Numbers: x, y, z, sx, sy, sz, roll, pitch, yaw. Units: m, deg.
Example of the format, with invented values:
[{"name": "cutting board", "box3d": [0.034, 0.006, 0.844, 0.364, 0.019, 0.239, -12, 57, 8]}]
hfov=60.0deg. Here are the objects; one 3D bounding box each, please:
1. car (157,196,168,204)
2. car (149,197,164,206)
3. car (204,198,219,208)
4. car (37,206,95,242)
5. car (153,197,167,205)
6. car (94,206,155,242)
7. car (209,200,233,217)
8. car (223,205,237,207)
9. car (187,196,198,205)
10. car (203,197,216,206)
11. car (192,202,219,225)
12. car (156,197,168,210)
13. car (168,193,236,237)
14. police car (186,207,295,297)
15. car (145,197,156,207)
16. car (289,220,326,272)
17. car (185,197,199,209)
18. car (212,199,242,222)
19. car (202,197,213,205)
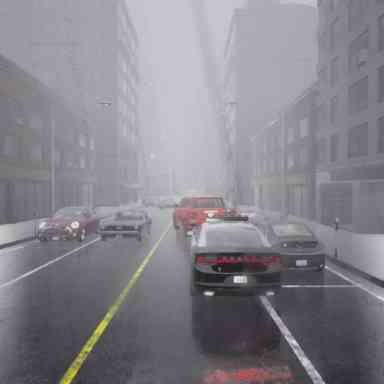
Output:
[{"name": "car", "box3d": [-5.758, 1.570, 65.606, 1.887, 1.381, 4.507, -1, 0, 0]}, {"name": "car", "box3d": [-5.760, 1.582, 54.595, 1.947, 1.339, 4.313, -1, 0, 0]}, {"name": "car", "box3d": [2.764, 1.578, 49.088, 1.947, 1.339, 4.313, -1, 0, 0]}, {"name": "car", "box3d": [-5.771, 1.439, 16.059, 1.967, 1.590, 4.097, -1, 0, 0]}, {"name": "car", "box3d": [-5.759, 1.571, 60.100, 2.008, 1.369, 4.403, -1, 0, 0]}, {"name": "car", "box3d": [-3.104, 1.600, 16.414, 1.895, 1.301, 4.718, 0, 0, 0]}, {"name": "car", "box3d": [2.760, 1.548, 32.572, 1.887, 1.381, 4.507, -1, 0, 0]}, {"name": "car", "box3d": [2.756, 1.544, 16.057, 1.887, 1.381, 4.507, -1, 0, 0]}, {"name": "car", "box3d": [0.014, 1.498, 59.493, 1.882, 1.535, 5.008, 0, 0, 0]}, {"name": "car", "box3d": [2.765, 1.561, 54.593, 1.887, 1.381, 4.507, -1, 0, 0]}, {"name": "car", "box3d": [0.906, 1.527, 24.655, 1.812, 1.442, 4.674, 0, 0, 0]}, {"name": "car", "box3d": [-2.990, 1.572, 41.574, 1.994, 1.385, 4.181, 0, 0, 0]}, {"name": "car", "box3d": [0.339, 1.210, 18.445, 2.150, 2.045, 5.566, -1, 0, -12]}, {"name": "police car", "box3d": [0.901, 1.424, 8.763, 1.930, 1.638, 5.238, 0, 0, 0]}, {"name": "car", "box3d": [-5.763, 1.453, 49.090, 1.967, 1.590, 4.097, -1, 0, 0]}, {"name": "car", "box3d": [2.754, 1.549, 10.551, 2.008, 1.369, 4.403, -1, 0, 0]}, {"name": "car", "box3d": [0.030, 1.516, 46.849, 1.837, 1.490, 4.892, 0, 0, 1]}, {"name": "car", "box3d": [2.757, 1.442, 27.067, 1.967, 1.590, 4.097, -1, 0, 0]}, {"name": "car", "box3d": [2.766, 1.565, 60.098, 1.887, 1.381, 4.507, -1, 0, 0]}]
